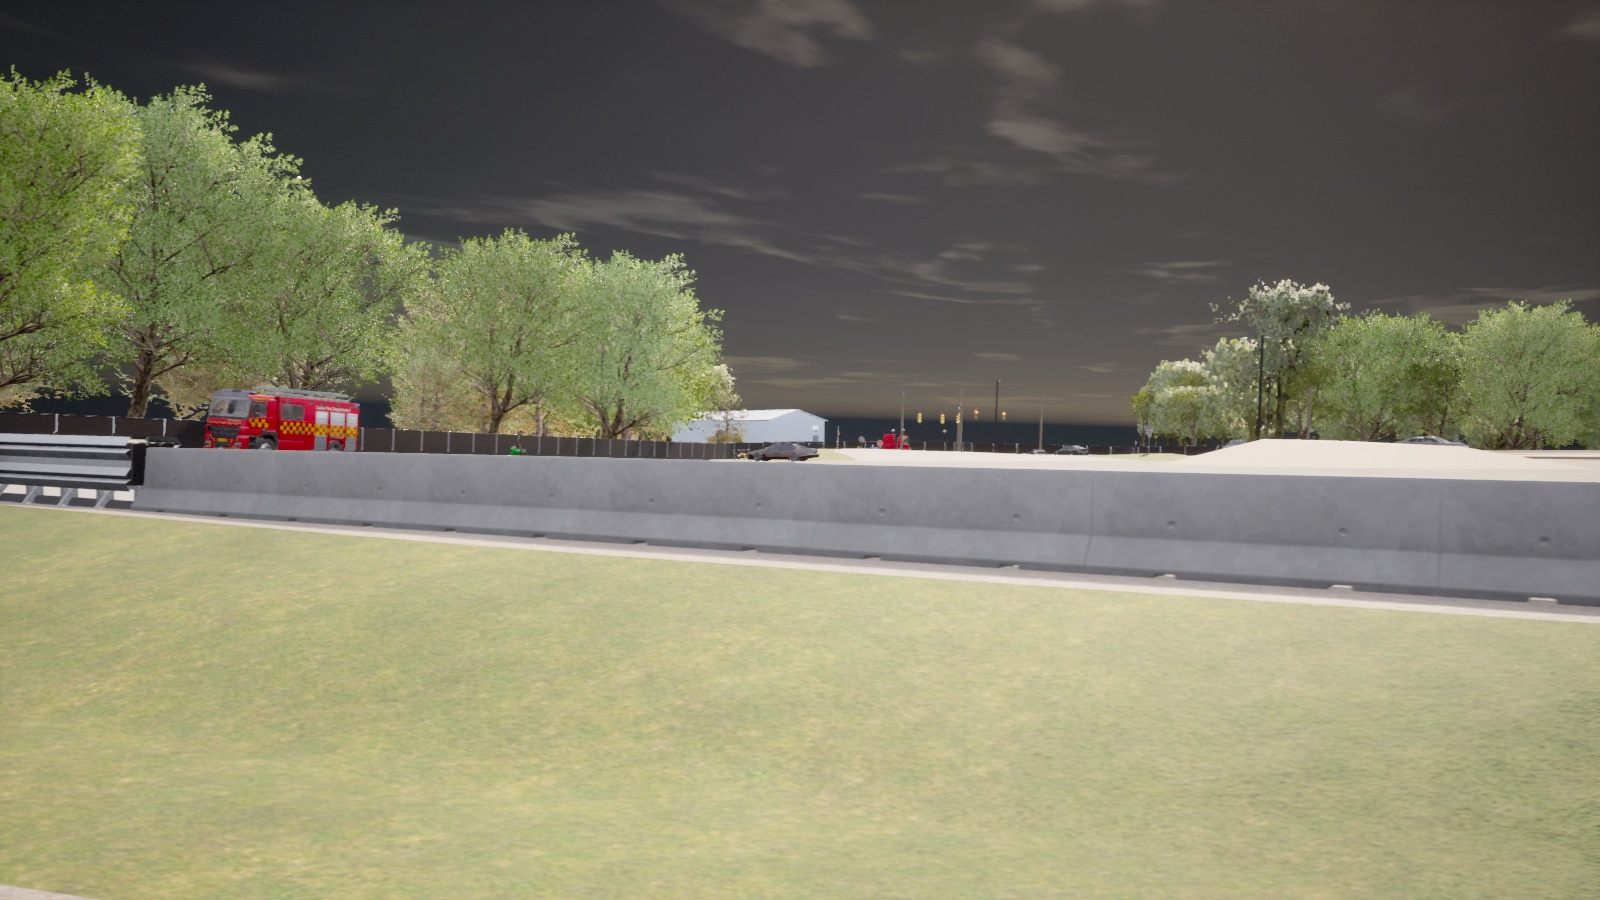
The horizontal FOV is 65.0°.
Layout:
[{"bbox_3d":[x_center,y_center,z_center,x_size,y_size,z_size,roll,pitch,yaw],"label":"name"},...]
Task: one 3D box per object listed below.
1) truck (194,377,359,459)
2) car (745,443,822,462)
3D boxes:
[{"bbox_3d":[-28.354,-1.640,68.528,2.891,3.827,8.468,4,0,22],"label":"truck"},{"bbox_3d":[-1.267,0.187,93.288,5.357,1.411,2.033,0,0,24],"label":"car"}]
